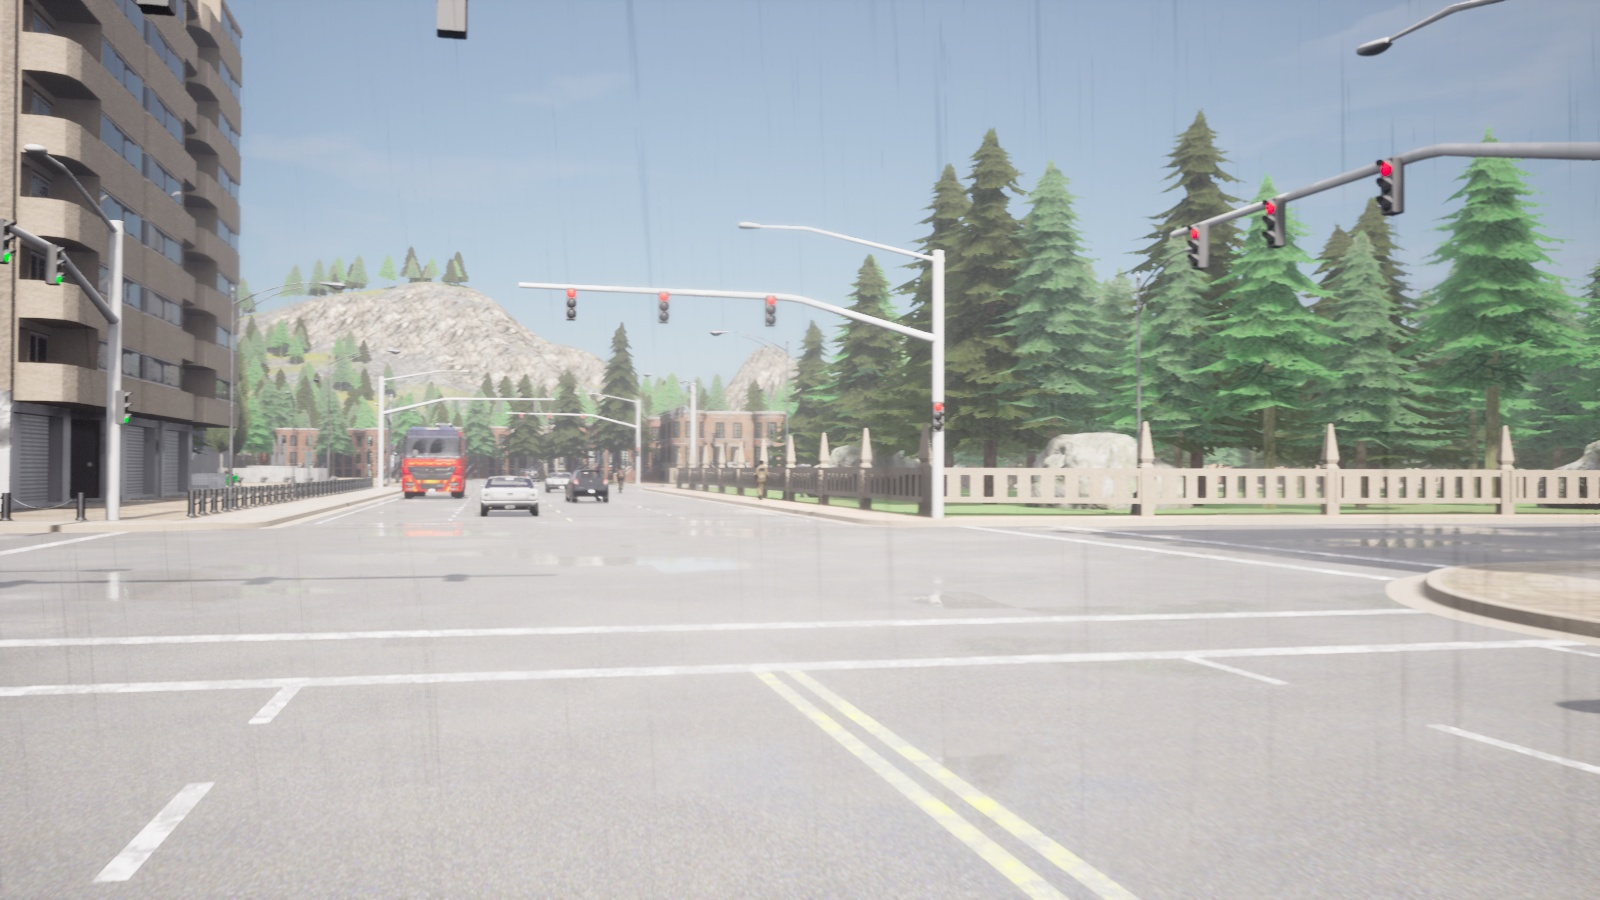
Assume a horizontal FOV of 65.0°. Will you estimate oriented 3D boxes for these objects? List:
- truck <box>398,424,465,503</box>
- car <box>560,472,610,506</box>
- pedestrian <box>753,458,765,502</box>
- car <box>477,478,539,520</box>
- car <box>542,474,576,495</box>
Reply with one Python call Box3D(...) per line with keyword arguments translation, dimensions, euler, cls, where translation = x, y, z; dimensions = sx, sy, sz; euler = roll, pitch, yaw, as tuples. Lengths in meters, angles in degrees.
Box3D(translation=(-18.926, 0.716, 64.896), dimensions=(2.891, 3.827, 8.468), euler=(0, -1, -14), cls="truck")
Box3D(translation=(-9.911, 1.746, 57.711), dimensions=(1.845, 1.501, 3.633), euler=(0, -1, -16), cls="car")
Box3D(translation=(-1.826, 1.331, 56.069), dimensions=(0.396, 1.930, 0.692), euler=(0, -1, -13), cls="pedestrian")
Box3D(translation=(-9.781, 1.594, 42.001), dimensions=(1.895, 1.301, 4.718), euler=(0, -1, -14), cls="car")
Box3D(translation=(-15.552, 2.209, 80.820), dimensions=(1.895, 1.301, 4.718), euler=(0, -1, -14), cls="car")
